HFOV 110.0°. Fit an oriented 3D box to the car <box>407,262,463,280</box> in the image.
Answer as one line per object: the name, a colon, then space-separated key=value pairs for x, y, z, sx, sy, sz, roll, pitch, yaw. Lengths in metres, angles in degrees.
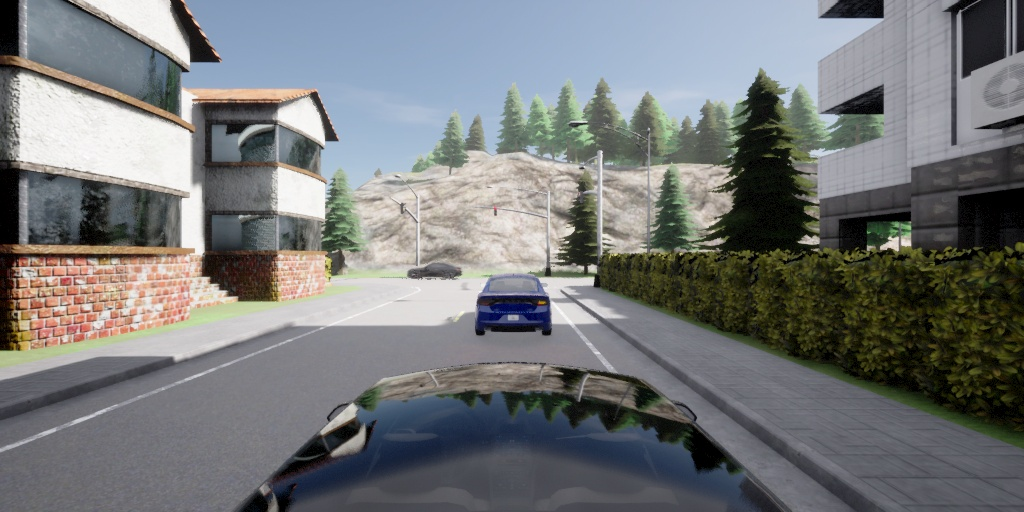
car: x=-6.546 y=1.276 z=30.698 sx=4.674 sy=1.442 sz=1.812 roll=0 pitch=0 yaw=1

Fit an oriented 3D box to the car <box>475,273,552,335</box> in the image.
car: x=0.050 y=1.228 z=10.488 sx=1.882 sy=1.535 sz=5.008 roll=0 pitch=0 yaw=0
